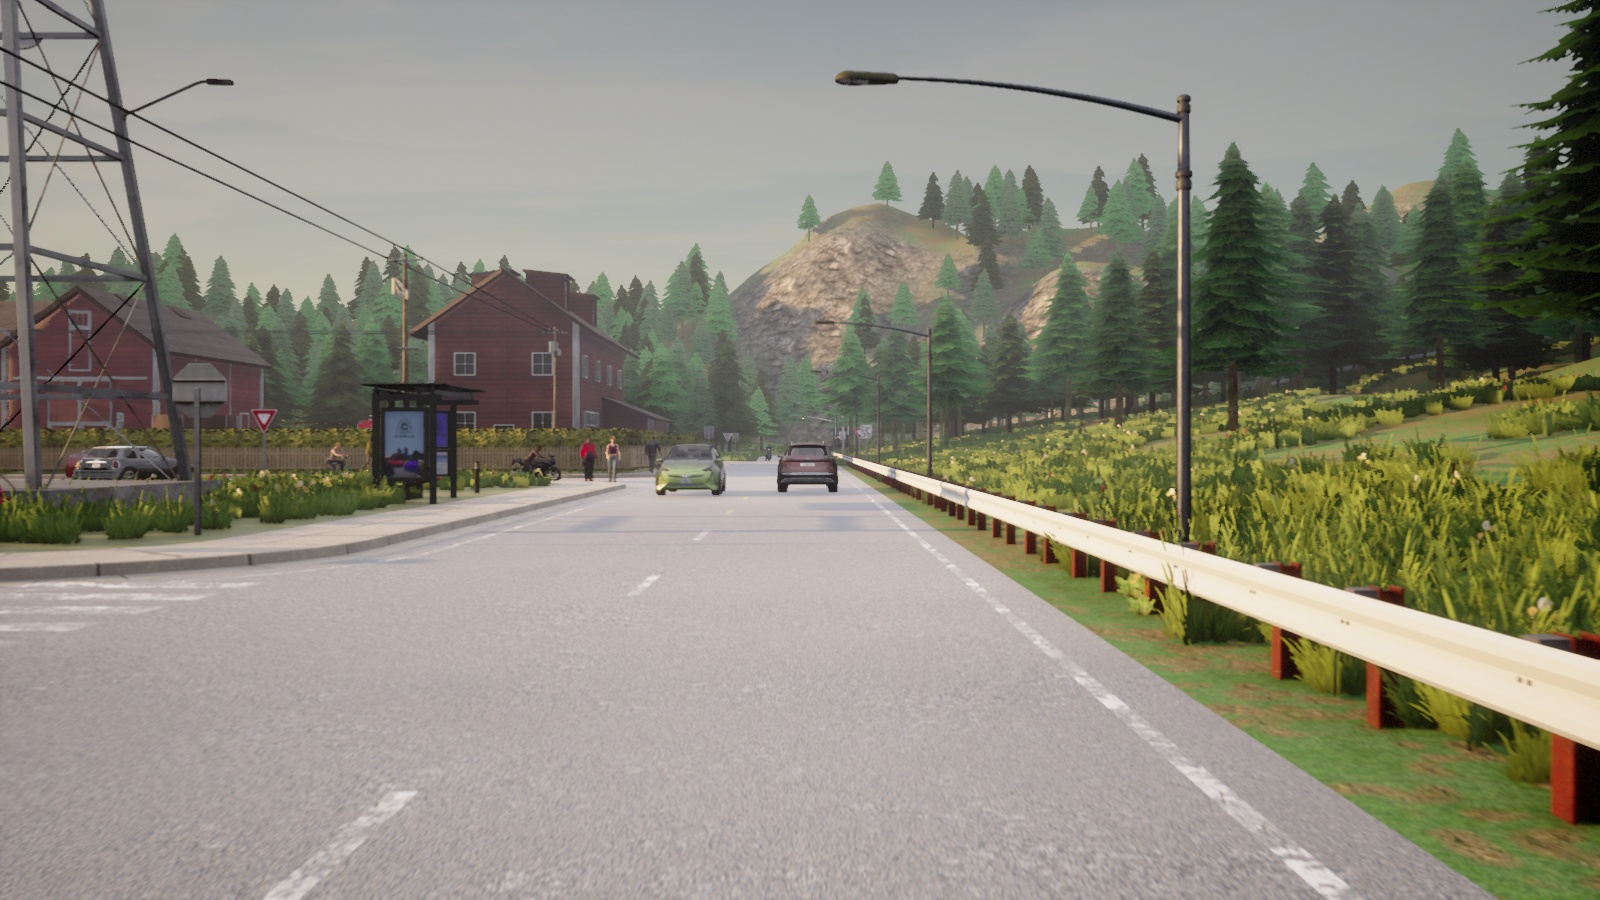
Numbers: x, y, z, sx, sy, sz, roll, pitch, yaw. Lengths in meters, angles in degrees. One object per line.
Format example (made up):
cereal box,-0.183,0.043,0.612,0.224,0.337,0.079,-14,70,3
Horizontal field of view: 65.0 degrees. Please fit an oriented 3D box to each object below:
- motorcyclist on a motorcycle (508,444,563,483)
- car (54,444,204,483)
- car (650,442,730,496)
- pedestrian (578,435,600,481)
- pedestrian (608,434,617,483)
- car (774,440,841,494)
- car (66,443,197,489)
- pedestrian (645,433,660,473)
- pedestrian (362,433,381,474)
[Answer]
motorcyclist on a motorcycle,-10.492,0.516,49.842,2.044,1.523,0.797,0,0,1
car,-26.542,0.521,49.815,4.792,1.488,2.163,0,0,0
car,-3.268,0.535,38.117,2.007,1.525,4.514,0,0,0
pedestrian,-8.565,0.317,50.848,0.634,1.844,0.899,0,0,-27
pedestrian,-7.098,0.332,47.524,0.345,1.836,0.594,0,0,-9
car,0.248,0.510,40.896,2.033,1.649,4.856,0,0,0
car,-22.545,0.520,42.500,1.970,1.475,3.806,0,0,11
pedestrian,-6.984,0.153,59.402,0.563,1.883,0.849,0,0,4
pedestrian,-19.561,0.151,57.344,0.726,1.835,0.370,0,0,0
